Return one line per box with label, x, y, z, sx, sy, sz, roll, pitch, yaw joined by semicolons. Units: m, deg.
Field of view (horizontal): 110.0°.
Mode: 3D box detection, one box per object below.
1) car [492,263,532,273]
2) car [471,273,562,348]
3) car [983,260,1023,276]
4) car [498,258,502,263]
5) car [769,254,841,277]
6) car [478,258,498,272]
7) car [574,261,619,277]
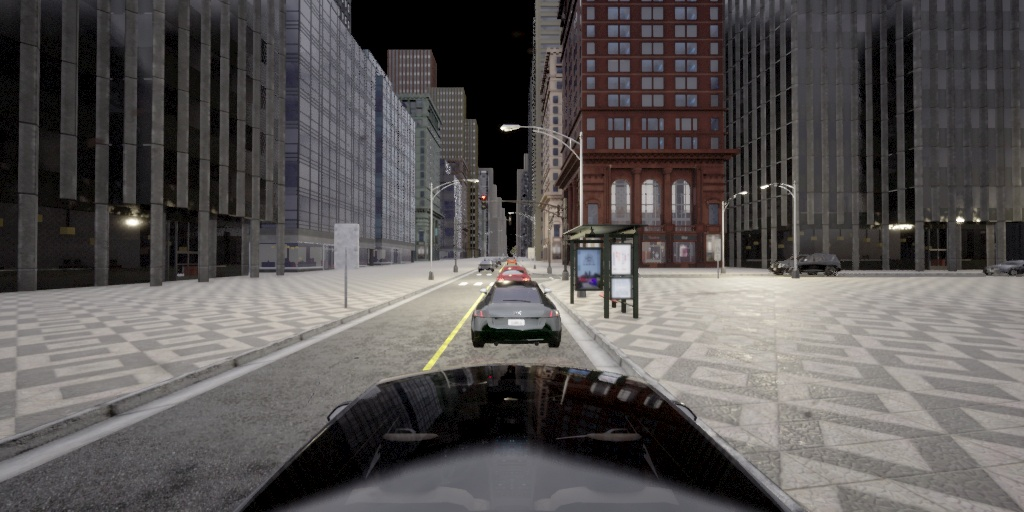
car;0.110;1.269;19.104;1.812;1.442;4.674;0;0;1
car;0.095;1.314;9.270;1.994;1.385;4.181;0;0;0
car;46.689;1.113;33.133;4.674;1.442;1.812;0;-1;0
car;-3.104;1.154;56.008;2.128;1.511;4.902;0;1;1
car;27.131;0.867;33.236;5.566;2.045;2.150;0;-1;0
car;-3.110;1.244;44.202;2.033;1.411;5.357;0;0;0
car;8.139;1.205;33.466;4.902;1.511;2.128;0;-1;4
